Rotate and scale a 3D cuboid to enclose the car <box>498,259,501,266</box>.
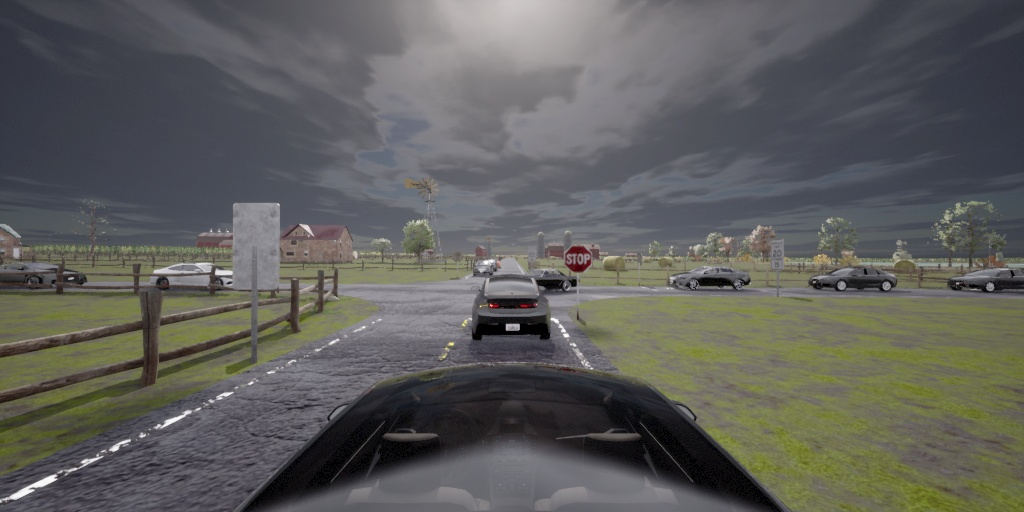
[{"bbox_3d":[-2.900,1.241,47.302,2.128,1.511,4.902,0,0,0],"label":"car"}]

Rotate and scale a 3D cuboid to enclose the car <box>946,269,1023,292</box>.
[{"bbox_3d":[31.682,1.587,23.579,4.892,1.490,1.837,1,-1,-1],"label":"car"}]

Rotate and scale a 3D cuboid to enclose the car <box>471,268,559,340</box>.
[{"bbox_3d":[-0.082,1.256,9.981,1.837,1.490,4.892,0,0,-2],"label":"car"}]

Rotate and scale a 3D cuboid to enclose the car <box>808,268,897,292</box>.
[{"bbox_3d":[22.179,1.499,23.449,4.892,1.490,1.837,1,-1,-1],"label":"car"}]

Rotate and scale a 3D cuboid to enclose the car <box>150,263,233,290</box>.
[{"bbox_3d":[-17.261,1.104,19.921,4.674,1.442,1.812,1,-1,-1],"label":"car"}]

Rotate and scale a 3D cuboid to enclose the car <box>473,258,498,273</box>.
[{"bbox_3d":[-2.897,1.243,36.901,2.128,1.511,4.902,0,0,0],"label":"car"}]

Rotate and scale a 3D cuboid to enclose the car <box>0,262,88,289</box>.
[{"bbox_3d":[-26.381,1.048,19.790,4.181,1.385,1.994,1,-1,-1],"label":"car"}]

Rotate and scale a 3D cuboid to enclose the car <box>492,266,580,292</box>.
[{"bbox_3d":[1.482,1.369,20.029,4.718,1.301,1.895,1,0,-35],"label":"car"}]

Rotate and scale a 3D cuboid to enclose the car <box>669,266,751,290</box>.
[{"bbox_3d":[12.778,1.396,23.269,4.902,1.511,2.128,1,-1,-2],"label":"car"}]
